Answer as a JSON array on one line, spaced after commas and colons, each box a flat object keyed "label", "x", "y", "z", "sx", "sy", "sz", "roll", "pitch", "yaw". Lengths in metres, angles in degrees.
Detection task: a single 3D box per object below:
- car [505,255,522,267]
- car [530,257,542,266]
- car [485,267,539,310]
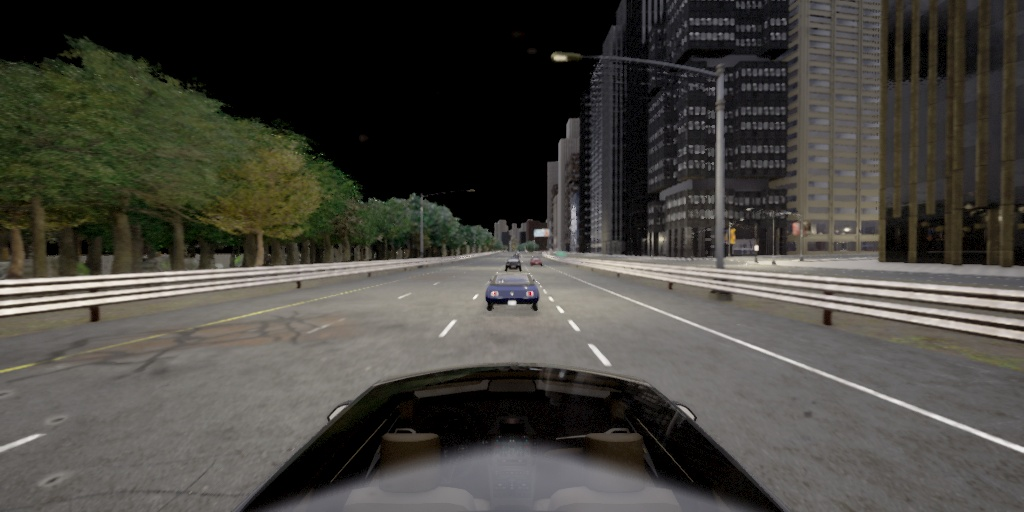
[{"label": "car", "x": 0.181, "y": 0.985, "z": 42.916, "sx": 1.882, "sy": 1.535, "sz": 5.008, "roll": 0, "pitch": 0, "yaw": 1}, {"label": "car", "x": 3.917, "y": 0.901, "z": 58.402, "sx": 1.812, "sy": 1.442, "sz": 4.674, "roll": 0, "pitch": 1, "yaw": 1}, {"label": "car", "x": 0.016, "y": 1.307, "z": 14.427, "sx": 1.895, "sy": 1.301, "sz": 4.718, "roll": 0, "pitch": 0, "yaw": 0}]
